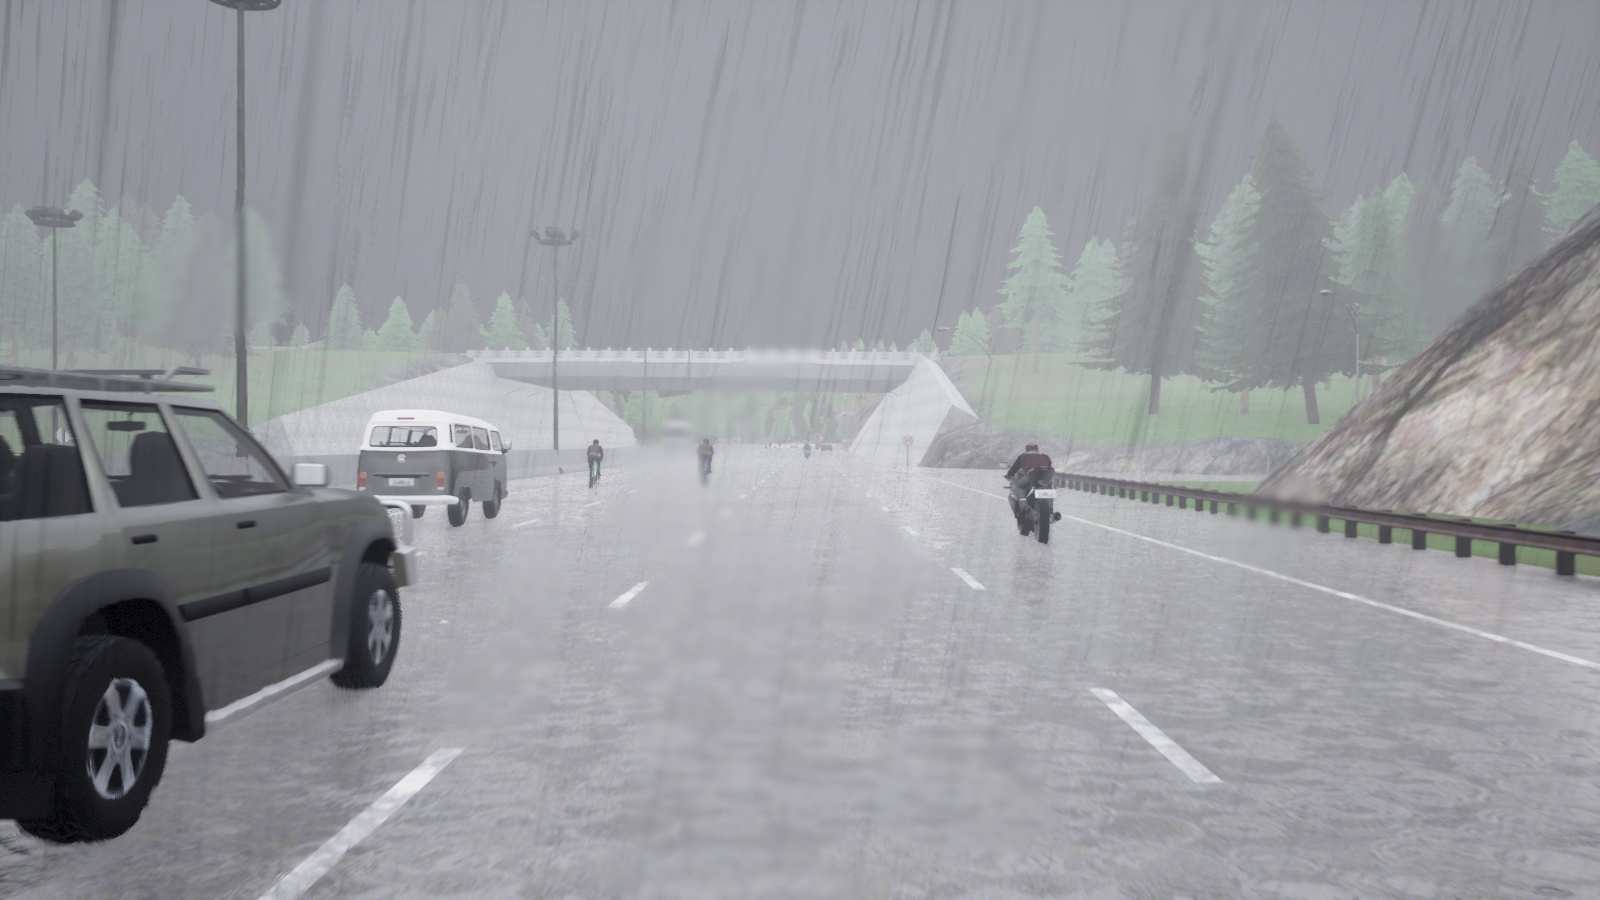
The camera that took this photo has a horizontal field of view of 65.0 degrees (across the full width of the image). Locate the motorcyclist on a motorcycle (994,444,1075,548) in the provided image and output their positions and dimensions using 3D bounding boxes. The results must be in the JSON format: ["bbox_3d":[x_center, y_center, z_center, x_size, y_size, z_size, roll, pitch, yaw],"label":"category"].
[{"bbox_3d":[3.627,0.674,19.606,0.866,1.530,2.191,0,0,0],"label":"motorcyclist on a motorcycle"}]

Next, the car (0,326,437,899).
[{"bbox_3d":[-3.449,0.525,6.244,1.932,1.855,4.605,0,0,0],"label":"car"}]

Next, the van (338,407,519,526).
[{"bbox_3d":[-6.846,0.321,23.671,2.069,2.038,4.480,0,-1,0],"label":"van"}]
